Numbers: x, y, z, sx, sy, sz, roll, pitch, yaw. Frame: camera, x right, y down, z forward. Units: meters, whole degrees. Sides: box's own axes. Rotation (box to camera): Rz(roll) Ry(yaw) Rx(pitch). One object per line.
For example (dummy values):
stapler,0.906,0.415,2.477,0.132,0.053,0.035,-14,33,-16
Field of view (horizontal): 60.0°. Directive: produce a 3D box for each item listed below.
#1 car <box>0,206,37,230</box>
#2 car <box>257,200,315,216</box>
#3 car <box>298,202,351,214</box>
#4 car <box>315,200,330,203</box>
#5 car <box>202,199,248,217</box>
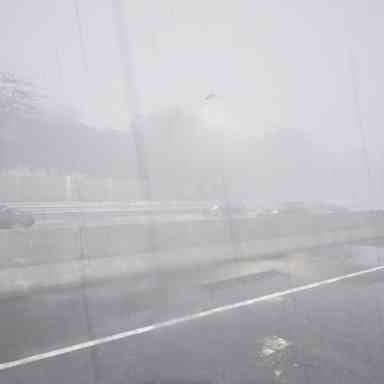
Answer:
car,-10.954,1.495,17.667,4.902,1.511,2.128,0,0,-35
car,7.232,1.446,26.284,4.553,1.767,2.097,0,0,-35
car,9.980,1.662,23.940,4.181,1.385,1.994,0,0,-35
car,13.221,1.631,34.784,4.902,1.511,2.128,0,0,-35
car,3.173,1.444,31.985,4.553,1.767,2.097,0,0,-35
